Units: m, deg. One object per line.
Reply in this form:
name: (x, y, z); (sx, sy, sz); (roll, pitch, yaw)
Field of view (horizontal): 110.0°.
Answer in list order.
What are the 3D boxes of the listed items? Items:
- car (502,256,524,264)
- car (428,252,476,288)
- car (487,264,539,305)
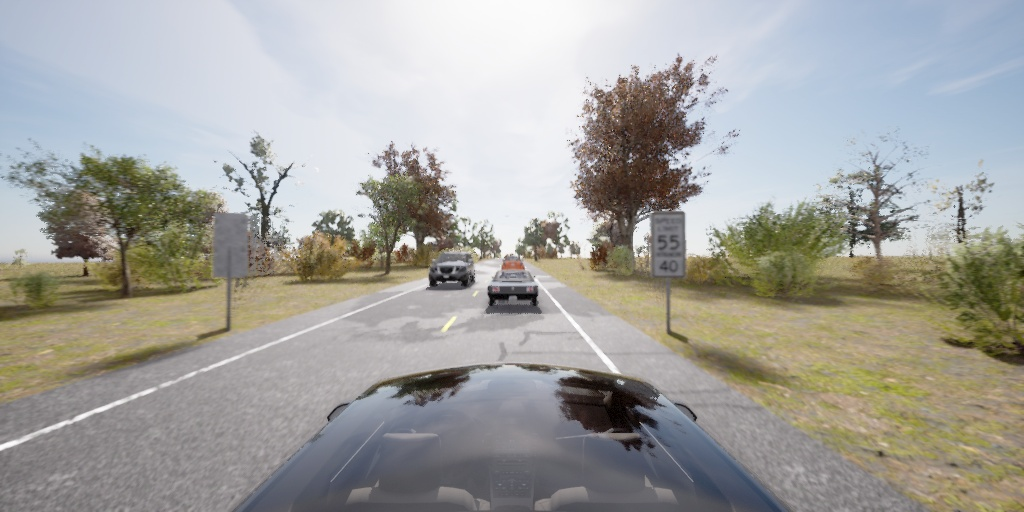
car: (0.087, 0.740, 34.943); (2.097, 1.767, 4.553); (0, 1, 0)
car: (-3.527, 0.740, 22.063); (2.150, 2.045, 5.566); (0, 0, 0)
car: (0.054, 1.195, 14.954); (1.895, 1.301, 4.718); (0, 1, 0)
